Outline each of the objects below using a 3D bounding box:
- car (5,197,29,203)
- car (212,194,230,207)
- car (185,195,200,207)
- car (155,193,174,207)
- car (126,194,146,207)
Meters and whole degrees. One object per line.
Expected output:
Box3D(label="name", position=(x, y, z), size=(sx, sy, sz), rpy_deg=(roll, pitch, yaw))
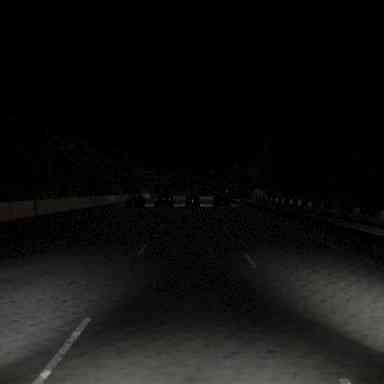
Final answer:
Box3D(label="car", position=(-17.590, 1.149, 32.828), size=(1.994, 1.385, 4.181), rpy_deg=(0, 0, 0))
Box3D(label="car", position=(3.605, 1.041, 41.585), size=(1.882, 1.535, 5.008), rpy_deg=(0, 0, 0))
Box3D(label="car", position=(0.105, 1.110, 41.690), size=(2.033, 1.411, 5.357), rpy_deg=(0, 0, 0))
Box3D(label="car", position=(-3.396, 0.916, 41.320), size=(2.097, 1.767, 4.553), rpy_deg=(0, 0, 0))
Box3D(label="car", position=(-6.896, 1.041, 41.274), size=(1.882, 1.535, 5.008), rpy_deg=(0, 0, 0))
